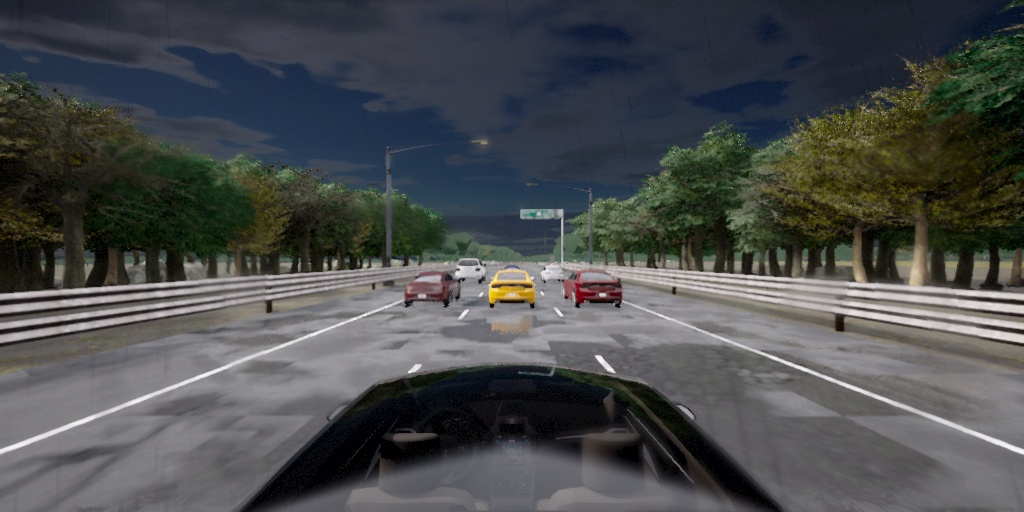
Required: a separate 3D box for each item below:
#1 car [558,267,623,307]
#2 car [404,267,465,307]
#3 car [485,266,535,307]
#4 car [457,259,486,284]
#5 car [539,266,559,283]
[{"bbox_3d":[3.510,1.369,16.322,1.882,1.535,5.008,0,0,0],"label":"car"},{"bbox_3d":[-3.491,1.416,16.224,1.812,1.442,4.674,0,0,0],"label":"car"},{"bbox_3d":[0.010,1.369,16.341,1.882,1.535,5.008,0,0,0],"label":"car"},{"bbox_3d":[-3.489,1.257,30.875,2.150,2.045,5.566,0,0,0],"label":"car"},{"bbox_3d":[3.514,1.570,31.221,1.812,1.442,4.674,0,0,0],"label":"car"}]
